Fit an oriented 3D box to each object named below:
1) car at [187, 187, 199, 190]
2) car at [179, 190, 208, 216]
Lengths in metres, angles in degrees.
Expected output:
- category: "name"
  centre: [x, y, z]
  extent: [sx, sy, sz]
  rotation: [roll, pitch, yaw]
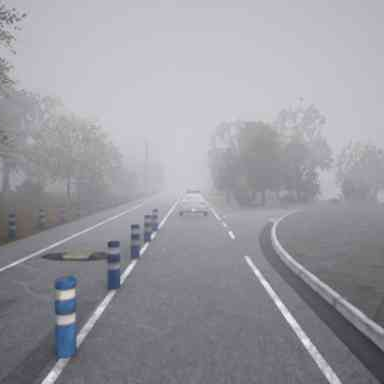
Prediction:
- category: "car"
  centre: [0.120, 0.153, 41.972]
  extent: [1.882, 1.535, 5.008]
  rotation: [0, 2, 0]
- category: "car"
  centre: [0.101, 0.809, 23.239]
  extent: [1.812, 1.442, 4.674]
  rotation: [0, 2, 0]
